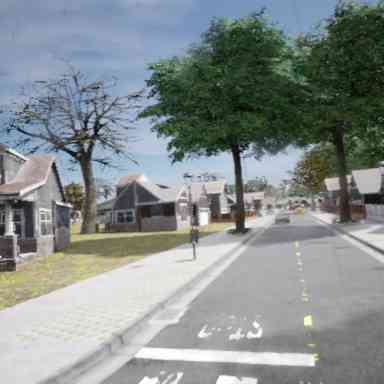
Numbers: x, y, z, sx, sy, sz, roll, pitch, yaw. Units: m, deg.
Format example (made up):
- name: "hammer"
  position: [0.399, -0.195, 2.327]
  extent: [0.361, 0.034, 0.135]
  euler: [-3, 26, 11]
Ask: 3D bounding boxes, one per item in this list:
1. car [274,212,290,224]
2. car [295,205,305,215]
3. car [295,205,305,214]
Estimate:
- name: "car"
  position: [11.868, 3.416, 43.614]
  extent: [2.033, 1.411, 5.357]
  euler: [-6, -4, 16]
- name: "car"
  position: [24.901, 4.454, 77.093]
  extent: [1.882, 1.535, 5.008]
  euler: [-6, -4, 18]
- name: "car"
  position: [28.217, 4.514, 86.960]
  extent: [2.150, 2.045, 5.566]
  euler: [-6, -4, 19]
